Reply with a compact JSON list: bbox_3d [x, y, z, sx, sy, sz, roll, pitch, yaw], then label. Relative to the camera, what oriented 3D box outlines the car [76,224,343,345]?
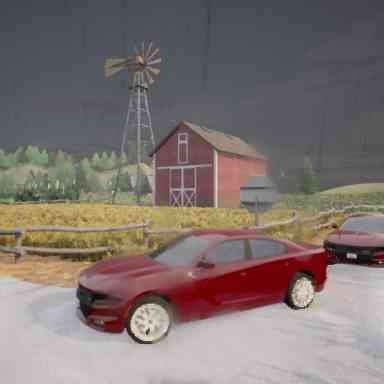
[{"bbox_3d":[0.397,1.478,6.445,5.008,1.535,1.882,0,0,-29],"label":"car"}]

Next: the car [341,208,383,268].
[{"bbox_3d":[5.933,1.478,11.082,1.882,1.535,5.008,0,0,38],"label":"car"}]
